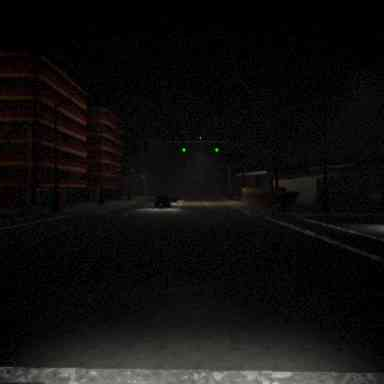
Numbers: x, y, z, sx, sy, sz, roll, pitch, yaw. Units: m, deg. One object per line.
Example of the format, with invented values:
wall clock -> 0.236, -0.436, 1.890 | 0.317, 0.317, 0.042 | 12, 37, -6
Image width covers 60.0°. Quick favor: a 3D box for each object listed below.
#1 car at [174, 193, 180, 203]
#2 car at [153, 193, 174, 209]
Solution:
car -> -3.560, 1.166, 56.307 | 1.994, 1.385, 4.181 | 0, 0, 0
car -> -3.590, 1.215, 41.043 | 1.837, 1.490, 4.892 | 0, 0, 0
